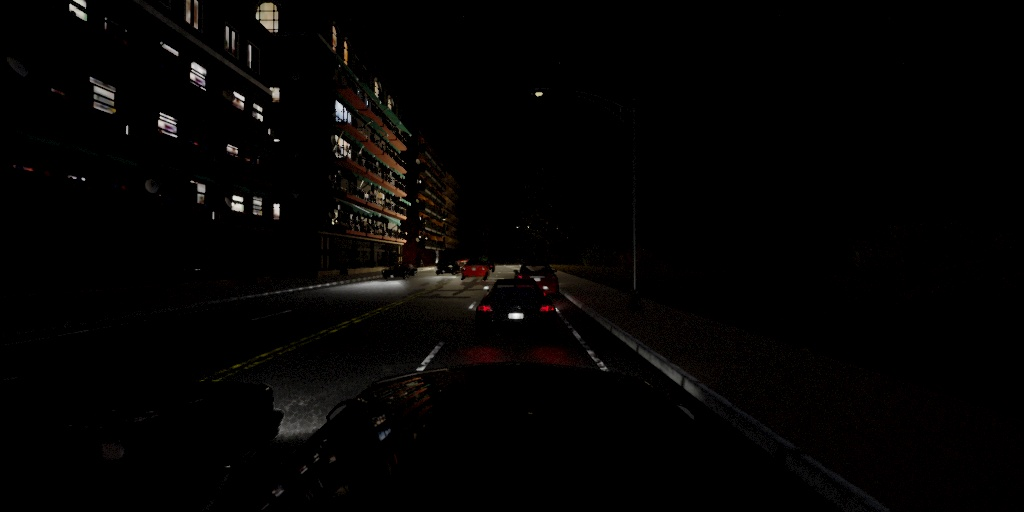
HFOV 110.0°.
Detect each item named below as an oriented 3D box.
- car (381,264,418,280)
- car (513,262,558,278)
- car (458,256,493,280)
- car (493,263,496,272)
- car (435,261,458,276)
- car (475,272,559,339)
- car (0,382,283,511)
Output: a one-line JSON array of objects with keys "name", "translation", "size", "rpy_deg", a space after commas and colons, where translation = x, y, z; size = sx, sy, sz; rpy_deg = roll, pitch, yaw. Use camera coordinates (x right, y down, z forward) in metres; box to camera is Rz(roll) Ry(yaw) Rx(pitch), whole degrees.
[{"name": "car", "translation": [-9.802, 1.355, 31.508], "size": [1.895, 1.301, 4.718], "rpy_deg": [0, 0, 0]}, {"name": "car", "translation": [1.164, 1.104, 18.628], "size": [2.097, 1.767, 4.553], "rpy_deg": [0, 0, 0]}, {"name": "car", "translation": [-3.104, 1.105, 31.435], "size": [2.097, 1.767, 4.553], "rpy_deg": [0, 0, 0]}, {"name": "car", "translation": [-3.077, 1.302, 45.372], "size": [2.033, 1.411, 5.357], "rpy_deg": [0, 0, 0]}, {"name": "car", "translation": [-6.545, 1.259, 36.786], "size": [1.837, 1.490, 4.892], "rpy_deg": [0, 0, 0]}, {"name": "car", "translation": [0.108, 1.316, 10.049], "size": [1.994, 1.385, 4.181], "rpy_deg": [0, 0, 1]}, {"name": "car", "translation": [-3.153, 1.297, 0.991], "size": [2.033, 1.411, 5.357], "rpy_deg": [0, 0, 0]}]
